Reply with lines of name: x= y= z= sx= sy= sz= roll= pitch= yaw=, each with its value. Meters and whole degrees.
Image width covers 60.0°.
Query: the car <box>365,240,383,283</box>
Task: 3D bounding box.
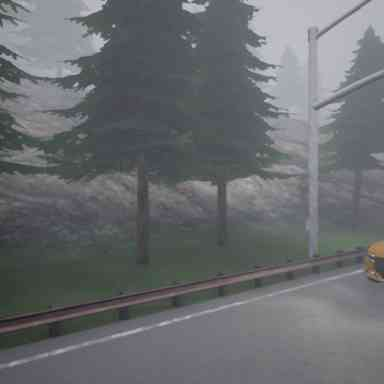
car: x=6.395 y=1.481 z=8.544 sx=5.008 sy=1.535 sz=1.882 roll=0 pitch=0 yaw=-35
